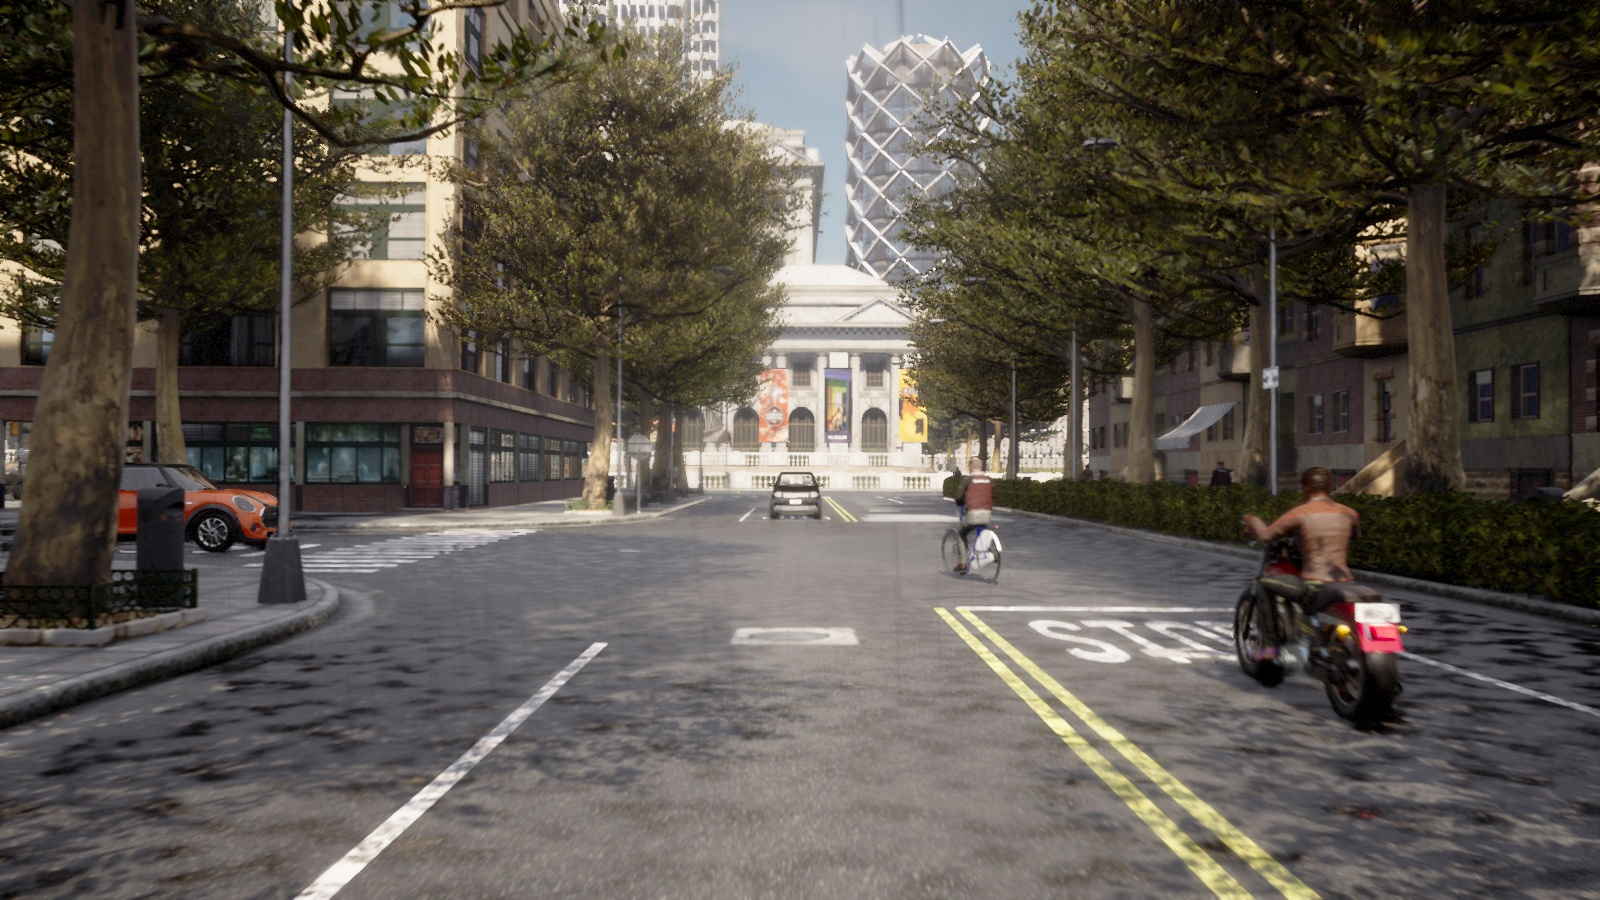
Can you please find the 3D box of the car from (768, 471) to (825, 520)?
[{"bbox_3d":[-0.111,1.498,42.047,1.789,1.549,3.705,0,-1,0],"label":"car"}]

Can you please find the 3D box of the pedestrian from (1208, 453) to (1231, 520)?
[{"bbox_3d":[11.755,1.013,35.173,0.376,1.854,0.720,0,-1,-1],"label":"pedestrian"}]

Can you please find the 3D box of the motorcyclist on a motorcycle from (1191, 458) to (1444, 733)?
[{"bbox_3d":[3.478,0.898,8.738,0.766,1.649,2.350,0,-1,0],"label":"motorcyclist on a motorcycle"}]

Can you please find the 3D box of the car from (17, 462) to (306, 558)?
[{"bbox_3d":[-12.292,1.131,24.422,4.553,1.767,2.097,0,-1,-1],"label":"car"}]

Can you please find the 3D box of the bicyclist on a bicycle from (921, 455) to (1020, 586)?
[{"bbox_3d":[2.431,0.980,18.159,0.659,1.776,1.843,-1,-1,-18],"label":"bicyclist on a bicycle"}]

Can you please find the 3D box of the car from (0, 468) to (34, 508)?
[{"bbox_3d":[-38.143,1.766,58.661,1.932,1.855,4.605,0,-1,0],"label":"car"}]
